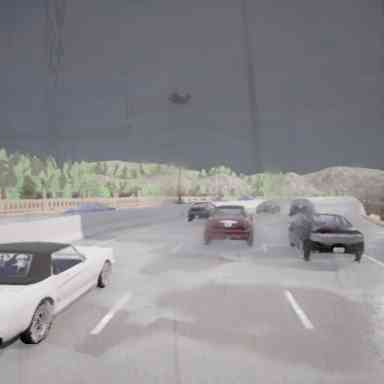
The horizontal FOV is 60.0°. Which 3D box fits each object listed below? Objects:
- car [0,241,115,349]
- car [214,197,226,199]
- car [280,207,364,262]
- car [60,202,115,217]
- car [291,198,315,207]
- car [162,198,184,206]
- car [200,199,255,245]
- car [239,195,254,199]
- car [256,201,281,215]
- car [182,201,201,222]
[{"bbox_3d":[-3.020,1.601,6.364,1.895,1.301,4.718,0,0,4],"label":"car"},{"bbox_3d":[4.918,1.656,60.942,2.097,1.767,4.553,0,0,27],"label":"car"},{"bbox_3d":[4.785,1.536,12.405,2.128,1.511,4.902,0,0,9],"label":"car"},{"bbox_3d":[-7.313,1.522,23.650,1.882,1.535,5.008,0,0,15],"label":"car"},{"bbox_3d":[11.397,1.501,34.158,2.097,1.767,4.553,0,0,24],"label":"car"},{"bbox_3d":[-2.945,1.718,53.213,2.128,1.511,4.902,0,0,27],"label":"car"},{"bbox_3d":[1.889,1.397,15.952,2.097,1.767,4.553,0,0,10],"label":"car"},{"bbox_3d":[10.369,1.676,63.999,2.150,2.045,5.566,0,0,27],"label":"car"},{"bbox_3d":[8.389,1.699,36.174,2.033,1.411,5.357,0,0,25],"label":"car"},{"bbox_3d":[1.066,1.589,26.813,1.837,1.490,4.892,0,0,17],"label":"car"}]
